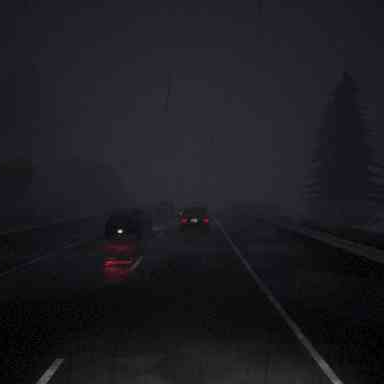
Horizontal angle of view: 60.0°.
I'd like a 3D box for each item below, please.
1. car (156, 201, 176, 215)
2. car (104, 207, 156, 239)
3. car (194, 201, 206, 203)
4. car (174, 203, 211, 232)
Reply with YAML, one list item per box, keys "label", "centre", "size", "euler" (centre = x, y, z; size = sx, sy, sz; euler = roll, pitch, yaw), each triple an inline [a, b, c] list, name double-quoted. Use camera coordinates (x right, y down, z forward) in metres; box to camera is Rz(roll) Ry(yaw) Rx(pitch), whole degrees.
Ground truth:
- label: "car"
  centre: [-2.834, 1.688, 36.500]
  size: [2.033, 1.411, 5.357]
  euler: [0, 0, 3]
- label: "car"
  centre: [-3.316, 1.581, 17.876]
  size: [1.837, 1.490, 4.892]
  euler: [0, 0, 1]
- label: "car"
  centre: [1.045, 1.748, 42.225]
  size: [1.895, 1.301, 4.718]
  euler: [0, 0, 4]
- label: "car"
  centre: [0.214, 1.621, 20.756]
  size: [2.033, 1.411, 5.357]
  euler: [0, 0, 1]
